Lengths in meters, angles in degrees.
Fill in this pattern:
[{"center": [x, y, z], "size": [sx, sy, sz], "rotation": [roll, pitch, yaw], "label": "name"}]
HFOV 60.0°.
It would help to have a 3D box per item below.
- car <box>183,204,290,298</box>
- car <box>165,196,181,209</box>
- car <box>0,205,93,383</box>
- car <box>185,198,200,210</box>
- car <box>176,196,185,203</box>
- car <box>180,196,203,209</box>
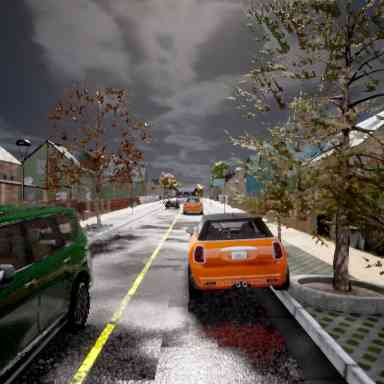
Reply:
[{"center": [0.936, 1.311, 8.727], "size": [2.097, 1.767, 4.553], "rotation": [-3, -1, 0], "label": "car"}, {"center": [-2.767, 1.657, 47.492], "size": [1.994, 1.385, 4.181], "rotation": [0, 0, 0], "label": "car"}, {"center": [-2.845, 1.225, 3.827], "size": [2.150, 2.045, 5.566], "rotation": [0, 0, 0], "label": "car"}, {"center": [0.097, 1.636, 45.940], "size": [2.033, 1.411, 5.357], "rotation": [0, 0, 1], "label": "car"}, {"center": [-2.624, 1.730, 75.943], "size": [1.812, 1.442, 4.674], "rotation": [0, 0, 0], "label": "car"}, {"center": [0.132, 1.414, 36.159], "size": [2.097, 1.767, 4.553], "rotation": [0, 0, 0], "label": "car"}]
